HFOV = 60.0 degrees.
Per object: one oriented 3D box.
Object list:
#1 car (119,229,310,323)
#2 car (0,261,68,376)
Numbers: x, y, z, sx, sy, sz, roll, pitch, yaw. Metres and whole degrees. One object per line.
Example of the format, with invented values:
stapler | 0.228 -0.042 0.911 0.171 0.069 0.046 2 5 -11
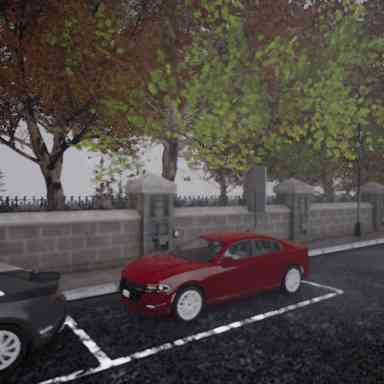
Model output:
car | 0.667 1.545 7.187 4.507 1.381 1.887 0 0 -35
car | -3.816 1.550 3.933 4.403 1.369 2.008 0 0 -35
